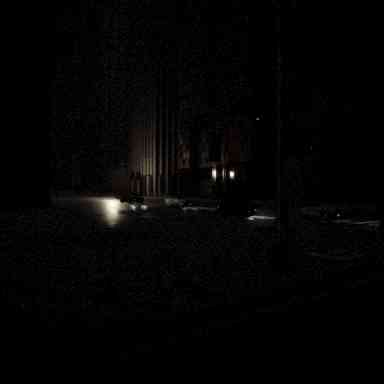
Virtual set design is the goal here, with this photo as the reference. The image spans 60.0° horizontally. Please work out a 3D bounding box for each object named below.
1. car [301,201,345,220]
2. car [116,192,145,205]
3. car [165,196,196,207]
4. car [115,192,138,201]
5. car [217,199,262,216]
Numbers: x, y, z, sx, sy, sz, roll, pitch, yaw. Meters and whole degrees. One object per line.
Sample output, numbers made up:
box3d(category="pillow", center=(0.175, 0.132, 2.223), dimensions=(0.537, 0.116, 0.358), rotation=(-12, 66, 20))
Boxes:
box3d(category="car", center=(9.535, 1.386, 26.365), dimensions=(1.895, 1.301, 4.718), rotation=(0, 1, -36))
box3d(category="car", center=(-8.290, 0.917, 46.037), dimensions=(1.882, 1.535, 5.008), rotation=(0, 1, -35))
box3d(category="car", center=(-1.437, 1.143, 41.920), dimensions=(1.895, 1.301, 4.718), rotation=(0, 1, -35))
box3d(category="car", center=(-11.038, 0.733, 55.711), dimensions=(1.895, 1.301, 4.718), rotation=(0, 1, -35))
box3d(category="car", center=(4.018, 1.274, 28.528), dimensions=(1.994, 1.385, 4.181), rotation=(0, 1, -35))
